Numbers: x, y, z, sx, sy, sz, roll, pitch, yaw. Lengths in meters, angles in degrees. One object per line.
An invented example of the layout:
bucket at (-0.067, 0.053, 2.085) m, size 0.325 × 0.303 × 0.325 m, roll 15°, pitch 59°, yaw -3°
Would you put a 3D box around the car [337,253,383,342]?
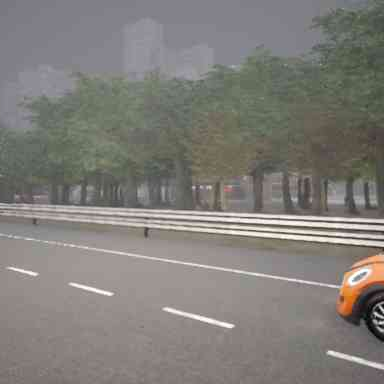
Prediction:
car at (4.641, 1.352, 4.857) m, size 4.553 × 1.767 × 2.097 m, roll 0°, pitch 0°, yaw 36°
